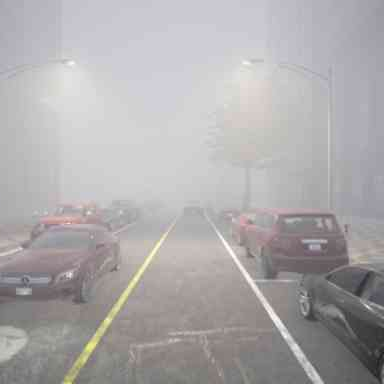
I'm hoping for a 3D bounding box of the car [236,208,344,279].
[{"bbox_3d":[2.870,1.385,10.148,2.192,1.841,5.009,0,0,0],"label":"car"}]

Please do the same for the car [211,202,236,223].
[{"bbox_3d":[2.893,1.754,27.064,1.947,1.339,4.313,0,0,0],"label":"car"}]

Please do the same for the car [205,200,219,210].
[{"bbox_3d":[2.922,1.942,49.622,1.802,1.307,4.206,0,0,0],"label":"car"}]

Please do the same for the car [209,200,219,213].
[{"bbox_3d":[2.900,1.755,32.875,1.752,1.417,4.829,0,0,0],"label":"car"}]

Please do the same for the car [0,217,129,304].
[{"bbox_3d":[-3.046,1.583,8.406,1.812,1.442,4.674,0,-1,1],"label":"car"}]

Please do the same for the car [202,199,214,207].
[{"bbox_3d":[2.937,2.022,60.901,1.947,1.339,4.313,0,-1,0],"label":"car"}]

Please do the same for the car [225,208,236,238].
[{"bbox_3d":[2.878,1.654,15.786,1.887,1.381,4.507,0,0,0],"label":"car"}]

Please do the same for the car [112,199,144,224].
[{"bbox_3d":[-5.633,1.502,27.084,2.192,1.841,5.009,0,0,0],"label":"car"}]

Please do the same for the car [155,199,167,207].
[{"bbox_3d":[-5.588,2.037,60.914,1.802,1.307,4.206,0,-1,0],"label":"car"}]

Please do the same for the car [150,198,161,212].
[{"bbox_3d":[-5.611,1.879,43.999,1.947,1.339,4.313,0,0,0],"label":"car"}]

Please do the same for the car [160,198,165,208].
[{"bbox_3d":[-5.603,1.925,49.636,1.947,1.339,4.313,0,0,0],"label":"car"}]

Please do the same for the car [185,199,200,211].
[{"bbox_3d":[0.076,1.846,48.835,2.128,1.511,4.902,0,0,0],"label":"car"}]

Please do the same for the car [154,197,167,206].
[{"bbox_3d":[-5.596,1.721,55.276,2.192,1.841,5.009,0,0,0],"label":"car"}]

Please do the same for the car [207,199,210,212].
[{"bbox_3d":[2.907,1.853,38.343,1.802,1.307,4.206,0,0,0],"label":"car"}]

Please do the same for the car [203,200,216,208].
[{"bbox_3d":[2.929,1.972,55.261,1.947,1.339,4.313,0,-1,0],"label":"car"}]

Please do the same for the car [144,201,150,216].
[{"bbox_3d":[-5.625,1.773,32.722,1.887,1.381,4.507,0,0,0],"label":"car"}]

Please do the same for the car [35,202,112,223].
[{"bbox_3d":[-5.648,1.424,15.807,2.192,1.841,5.009,0,0,0],"label":"car"}]

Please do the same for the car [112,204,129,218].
[{"bbox_3d":[-5.640,1.714,21.445,1.947,1.339,4.313,0,0,0],"label":"car"}]

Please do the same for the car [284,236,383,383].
[{"bbox_3d":[2.862,1.597,4.506,1.947,1.339,4.313,0,0,0],"label":"car"}]

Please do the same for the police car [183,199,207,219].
[{"bbox_3d":[0.131,1.644,31.412,1.930,1.638,5.238,0,0,0],"label":"police car"}]
